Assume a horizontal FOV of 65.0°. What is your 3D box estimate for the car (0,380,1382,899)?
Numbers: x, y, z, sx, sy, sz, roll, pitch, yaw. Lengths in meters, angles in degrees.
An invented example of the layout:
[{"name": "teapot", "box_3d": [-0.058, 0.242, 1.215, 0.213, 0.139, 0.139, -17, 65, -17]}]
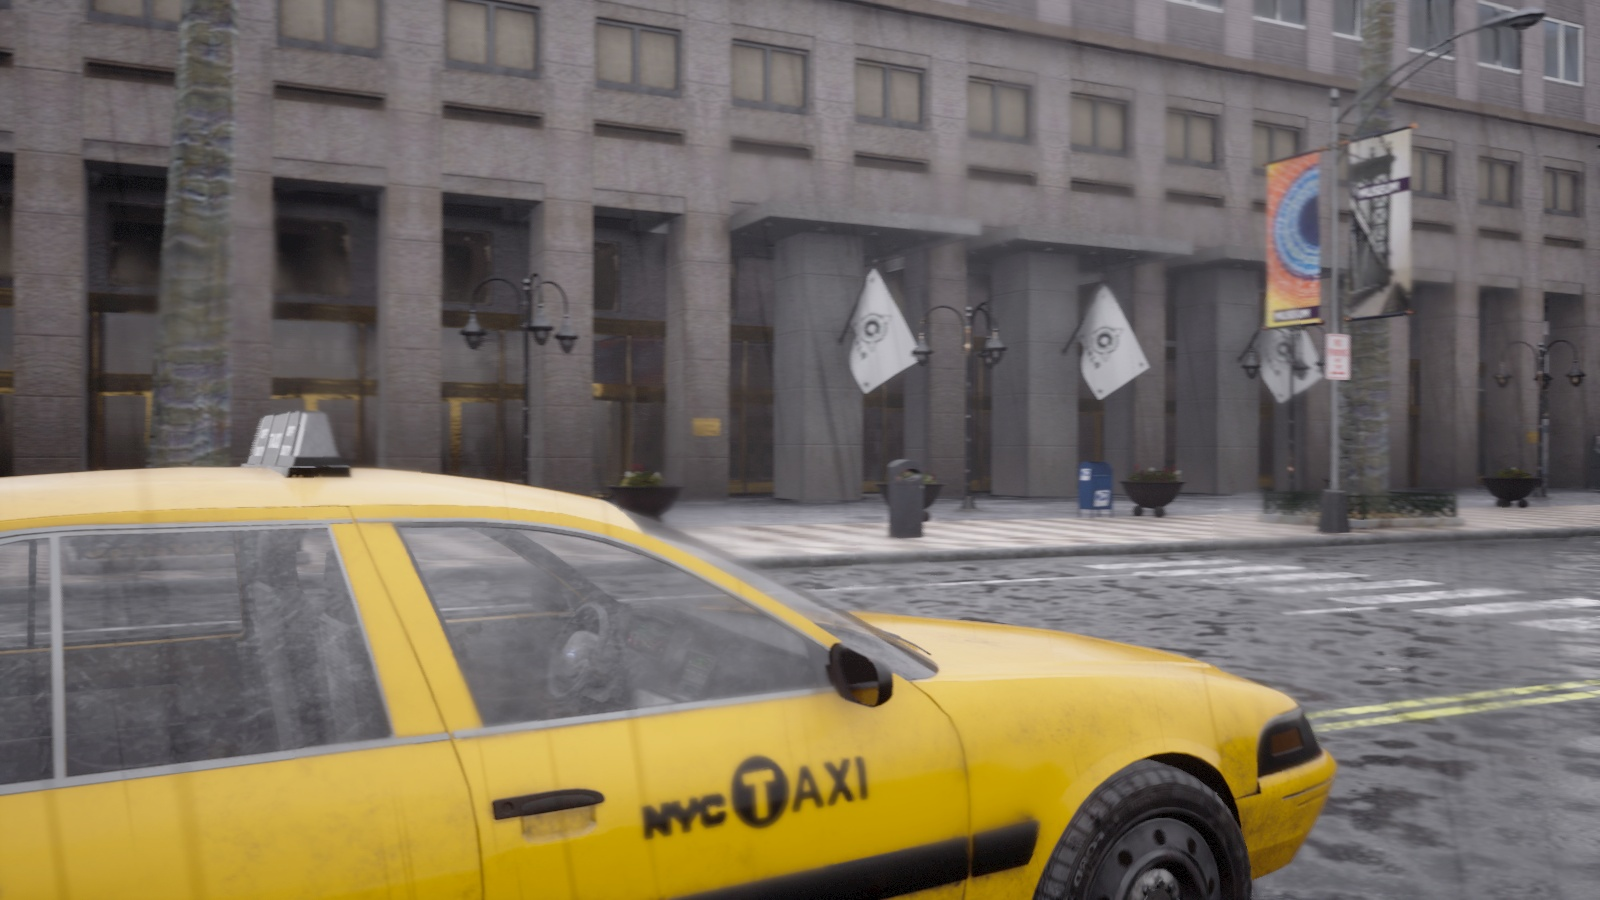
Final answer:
[{"name": "car", "box_3d": [-1.070, 0.688, 2.905, 5.366, 1.575, 1.801, 0, 0, -33]}]
